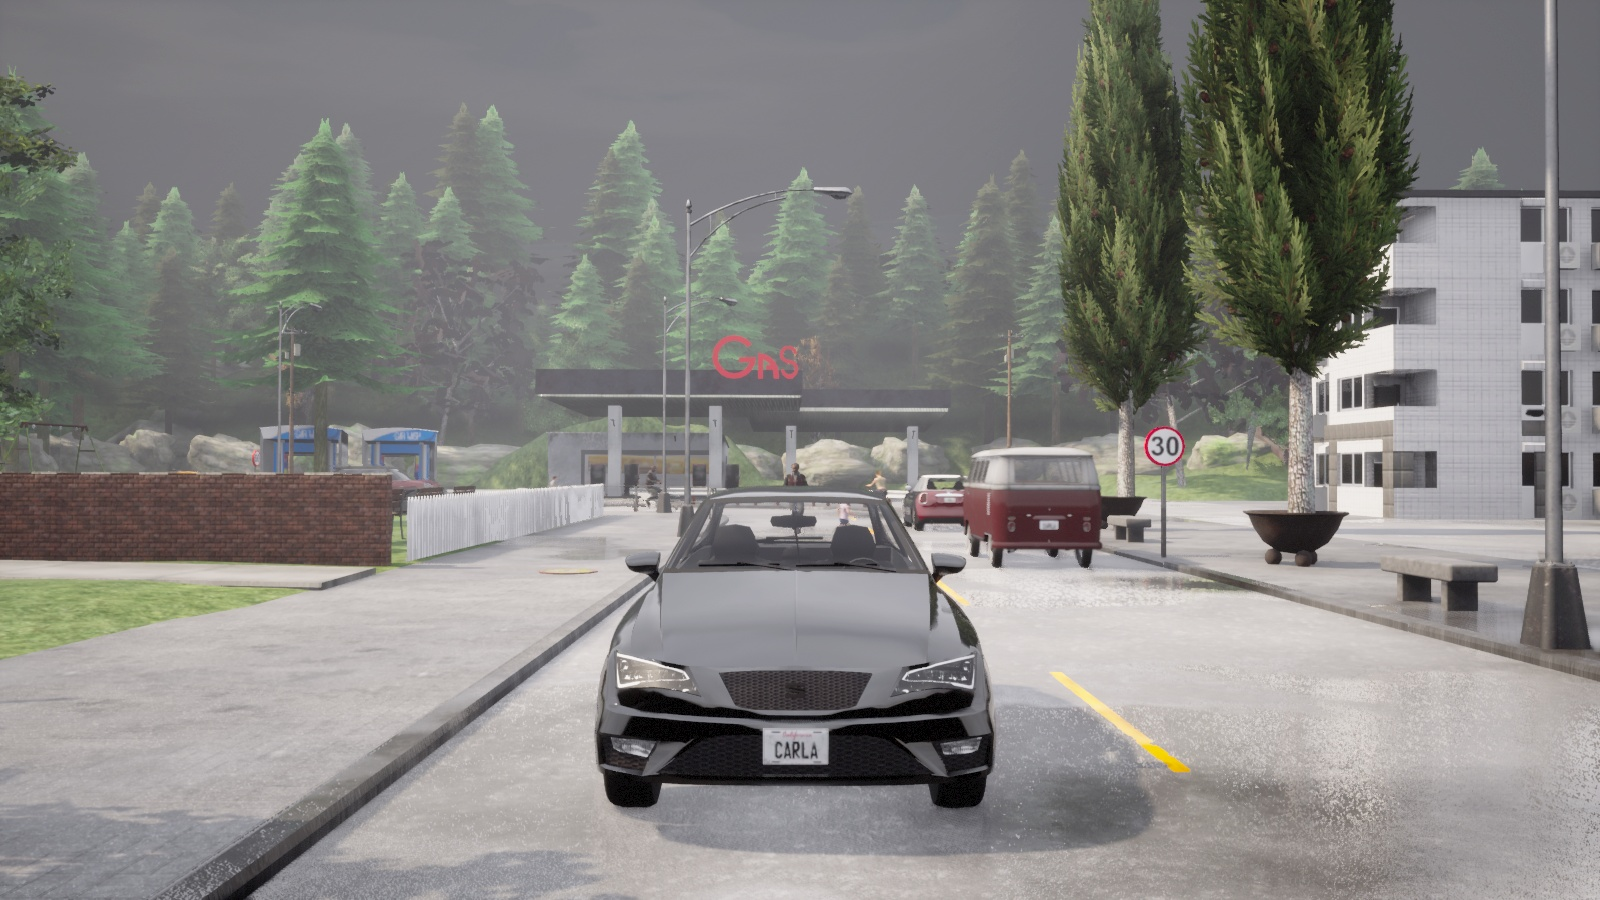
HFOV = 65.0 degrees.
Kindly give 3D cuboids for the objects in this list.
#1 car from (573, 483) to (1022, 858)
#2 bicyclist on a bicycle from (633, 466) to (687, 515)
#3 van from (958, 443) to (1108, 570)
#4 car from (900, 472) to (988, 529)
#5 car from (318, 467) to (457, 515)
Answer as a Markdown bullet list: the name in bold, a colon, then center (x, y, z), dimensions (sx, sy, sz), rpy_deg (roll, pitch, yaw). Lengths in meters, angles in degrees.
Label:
- **car**: center (-0.019, 0.949, 7.198), dimensions (1.816, 1.474, 4.193), rpy_deg (0, -1, 0)
- **bicyclist on a bicycle**: center (-5.153, 1.483, 46.305), dimensions (1.843, 1.776, 0.659), rpy_deg (-1, 0, 22)
- **van**: center (3.937, 0.920, 21.965), dimensions (1.775, 1.987, 4.442), rpy_deg (0, -1, 0)
- **car**: center (3.896, 1.343, 34.548), dimensions (1.970, 1.475, 3.806), rpy_deg (0, -1, 0)
- **car**: center (-15.468, 1.527, 47.280), dimensions (4.553, 1.767, 2.097), rpy_deg (0, -1, 0)
